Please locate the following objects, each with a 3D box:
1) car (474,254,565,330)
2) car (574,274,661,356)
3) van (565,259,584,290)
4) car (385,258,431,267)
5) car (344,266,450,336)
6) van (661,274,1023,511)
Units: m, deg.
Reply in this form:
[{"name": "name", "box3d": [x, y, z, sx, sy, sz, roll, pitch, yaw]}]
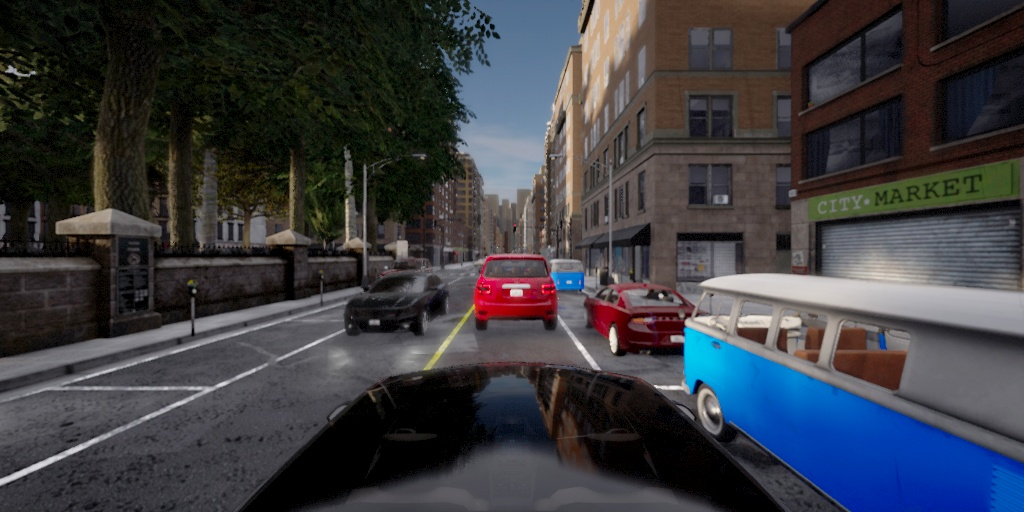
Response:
[{"name": "car", "box3d": [0.100, 0.965, 11.184, 2.150, 2.045, 5.566, 0, 0, 0]}, {"name": "car", "box3d": [2.858, 1.291, 8.423, 1.888, 1.381, 4.507, 0, 0, 0]}, {"name": "van", "box3d": [2.862, 1.076, 19.744, 1.690, 1.789, 3.998, 0, 0, 0]}, {"name": "car", "box3d": [-5.663, 1.050, 19.707, 2.192, 1.841, 5.009, 0, 0, 0]}, {"name": "car", "box3d": [-3.094, 1.222, 10.578, 1.882, 1.535, 5.008, 0, 0, 0]}, {"name": "van", "box3d": [2.857, 1.090, 2.762, 1.690, 1.789, 3.998, 0, 0, 0]}]
